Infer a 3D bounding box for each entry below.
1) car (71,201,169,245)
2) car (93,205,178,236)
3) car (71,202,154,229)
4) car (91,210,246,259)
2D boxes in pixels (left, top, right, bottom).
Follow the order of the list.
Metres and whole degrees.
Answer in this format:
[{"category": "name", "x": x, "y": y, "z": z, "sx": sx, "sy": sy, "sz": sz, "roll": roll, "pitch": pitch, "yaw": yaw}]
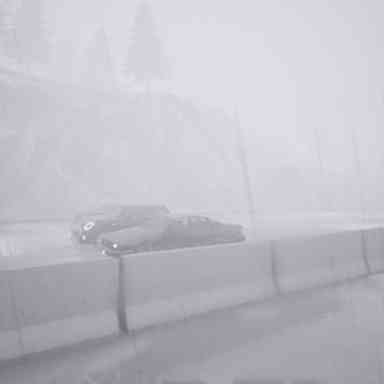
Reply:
[{"category": "car", "x": -2.830, "y": 1.301, "z": 14.533, "sx": 4.553, "sy": 1.767, "sz": 2.097, "roll": 0, "pitch": 0, "yaw": -33}, {"category": "car", "x": -3.111, "y": 1.499, "z": 18.520, "sx": 4.181, "sy": 1.385, "sz": 1.994, "roll": 0, "pitch": 0, "yaw": -32}, {"category": "car", "x": -5.071, "y": 1.429, "z": 21.422, "sx": 4.892, "sy": 1.490, "sz": 1.837, "roll": 0, "pitch": 0, "yaw": -32}, {"category": "car", "x": -0.546, "y": 1.505, "z": 11.925, "sx": 5.357, "sy": 1.411, "sz": 2.033, "roll": 0, "pitch": 0, "yaw": -33}]
